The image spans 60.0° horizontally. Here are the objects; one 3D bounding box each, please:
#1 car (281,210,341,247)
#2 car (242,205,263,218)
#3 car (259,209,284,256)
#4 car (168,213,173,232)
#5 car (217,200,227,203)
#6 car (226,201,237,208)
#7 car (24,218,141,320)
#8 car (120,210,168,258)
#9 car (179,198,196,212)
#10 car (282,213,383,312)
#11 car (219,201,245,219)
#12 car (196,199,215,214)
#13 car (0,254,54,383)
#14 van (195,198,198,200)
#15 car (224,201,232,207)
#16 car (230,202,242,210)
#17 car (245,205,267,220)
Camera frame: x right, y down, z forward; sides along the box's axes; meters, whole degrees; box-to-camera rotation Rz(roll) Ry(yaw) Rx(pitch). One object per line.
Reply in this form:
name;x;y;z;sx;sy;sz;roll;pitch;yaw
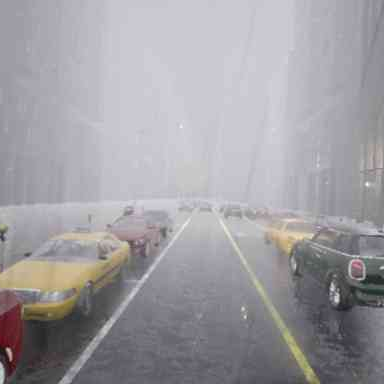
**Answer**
car;6.445;1.935;18.570;1.967;1.590;4.097;2;-1;3
car;7.433;2.392;41.254;1.947;1.339;4.313;2;-1;3
car;4.411;1.818;14.666;1.801;1.575;5.366;2;-1;3
car;-2.071;1.721;18.941;1.947;1.339;4.313;2;-1;3
car;4.992;2.313;48.539;2.128;1.511;4.902;2;-1;3
car;8.923;2.878;75.285;2.008;1.369;4.403;2;-1;3
car;-2.573;1.515;7.429;1.752;1.417;4.829;2;-1;3
car;-2.318;1.618;13.270;1.887;1.381;4.507;2;-1;3
car;-0.824;2.010;47.299;1.967;1.590;4.097;2;-1;3
car;4.008;1.620;8.444;2.097;1.767;4.553;2;-1;1
car;4.528;2.147;37.106;2.128;1.511;4.902;2;-1;3
car;1.909;2.177;46.660;1.837;1.490;4.892;2;-1;3
car;-2.814;1.456;1.927;1.887;1.381;4.507;2;-1;3
van;-0.324;2.078;58.644;1.690;1.788;3.998;2;-1;3
car;9.418;3.077;86.627;1.802;1.307;4.206;2;-1;3
car;8.425;2.741;63.941;1.802;1.307;4.206;2;-1;3
car;7.189;2.183;35.584;1.967;1.590;4.097;2;-1;3
